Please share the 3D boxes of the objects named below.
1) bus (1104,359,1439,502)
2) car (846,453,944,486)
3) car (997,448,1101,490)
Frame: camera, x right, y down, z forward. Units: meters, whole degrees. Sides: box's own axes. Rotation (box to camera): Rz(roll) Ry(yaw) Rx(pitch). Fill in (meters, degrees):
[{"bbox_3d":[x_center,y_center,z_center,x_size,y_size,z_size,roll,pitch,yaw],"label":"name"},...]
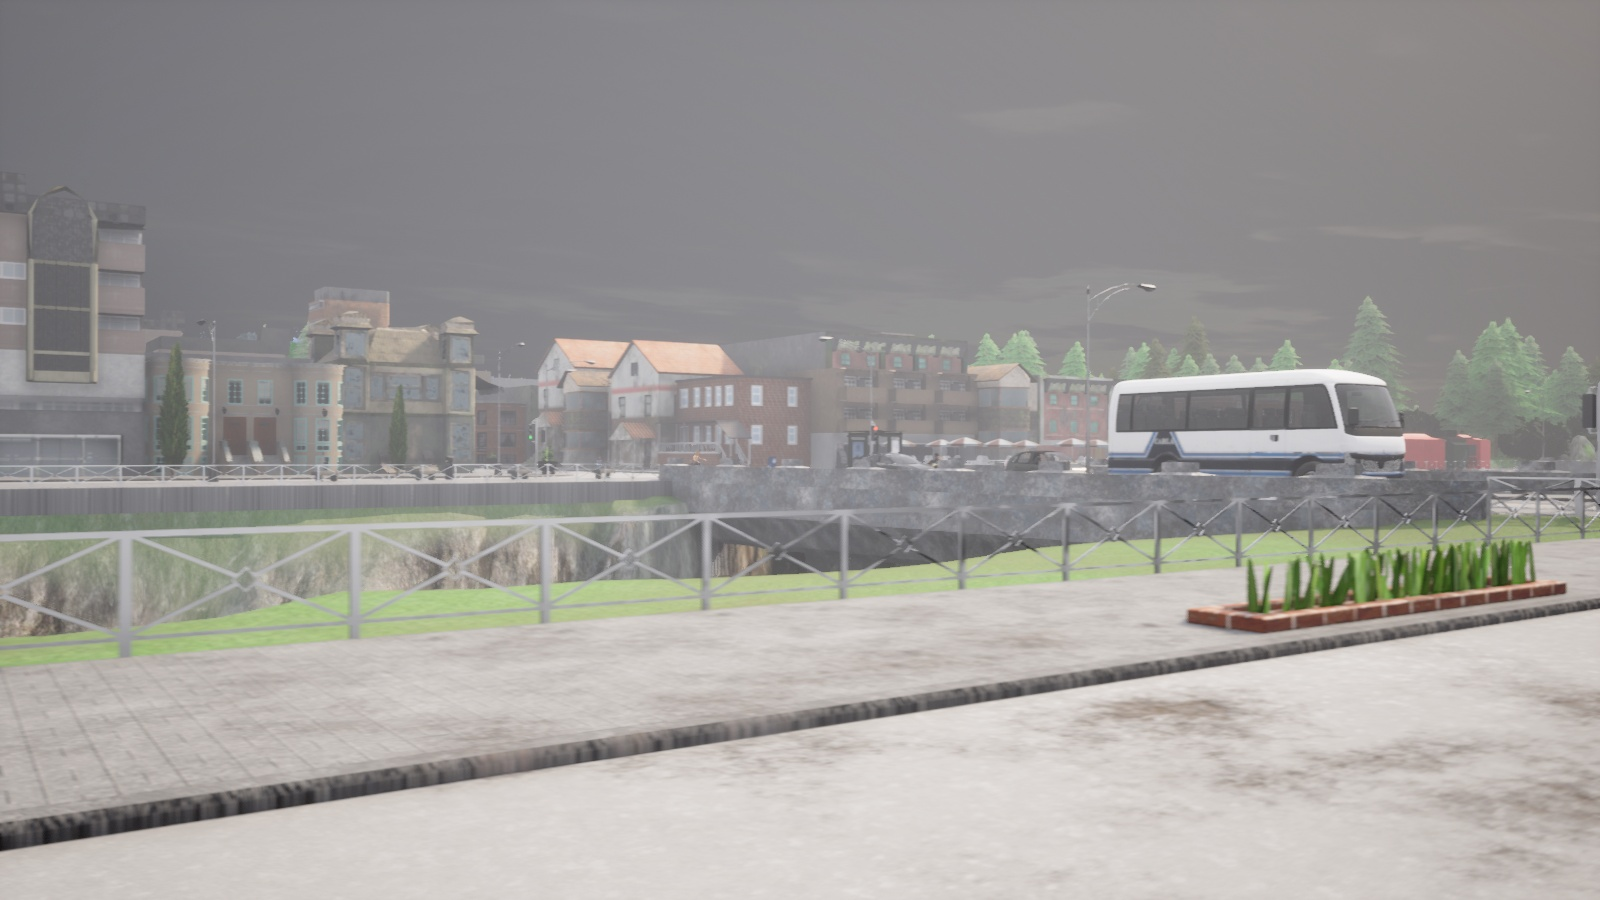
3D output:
[{"bbox_3d":[15.518,-0.560,42.499,3.944,4.253,10.273,0,0,-33],"label":"bus"},{"bbox_3d":[4.348,0.883,58.340,1.837,1.490,4.892,0,0,-36],"label":"car"},{"bbox_3d":[9.955,0.746,50.431,1.851,1.617,3.988,0,0,-33],"label":"car"}]
